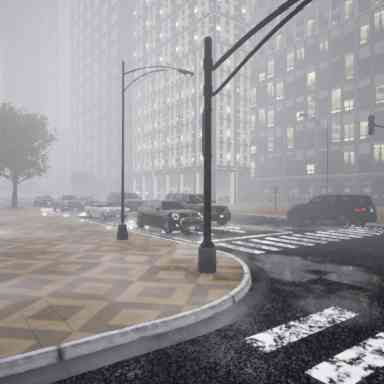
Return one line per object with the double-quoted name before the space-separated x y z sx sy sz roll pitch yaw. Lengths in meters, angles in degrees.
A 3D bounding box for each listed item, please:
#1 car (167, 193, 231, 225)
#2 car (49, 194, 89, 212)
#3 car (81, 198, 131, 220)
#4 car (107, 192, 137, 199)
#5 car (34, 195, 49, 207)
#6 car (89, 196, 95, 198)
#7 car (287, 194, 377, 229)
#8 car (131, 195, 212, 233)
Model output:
"car" 0.136 1.085 22.131 2.150 2.045 5.566 0 0 -37
"car" -12.543 1.062 33.741 2.097 1.767 4.553 0 0 -37
"car" -6.672 1.393 25.833 1.895 1.301 4.718 0 0 -37
"car" -6.042 1.001 30.446 2.150 2.045 5.566 0 0 -37
"car" -18.548 1.114 41.870 2.128 1.511 4.902 0 0 -36
"car" -12.150 1.184 38.665 2.128 1.511 4.902 0 0 -37
"car" 8.898 1.157 21.578 2.150 2.045 5.566 0 0 -37
"car" -1.304 1.216 18.621 2.097 1.767 4.553 0 0 -37
